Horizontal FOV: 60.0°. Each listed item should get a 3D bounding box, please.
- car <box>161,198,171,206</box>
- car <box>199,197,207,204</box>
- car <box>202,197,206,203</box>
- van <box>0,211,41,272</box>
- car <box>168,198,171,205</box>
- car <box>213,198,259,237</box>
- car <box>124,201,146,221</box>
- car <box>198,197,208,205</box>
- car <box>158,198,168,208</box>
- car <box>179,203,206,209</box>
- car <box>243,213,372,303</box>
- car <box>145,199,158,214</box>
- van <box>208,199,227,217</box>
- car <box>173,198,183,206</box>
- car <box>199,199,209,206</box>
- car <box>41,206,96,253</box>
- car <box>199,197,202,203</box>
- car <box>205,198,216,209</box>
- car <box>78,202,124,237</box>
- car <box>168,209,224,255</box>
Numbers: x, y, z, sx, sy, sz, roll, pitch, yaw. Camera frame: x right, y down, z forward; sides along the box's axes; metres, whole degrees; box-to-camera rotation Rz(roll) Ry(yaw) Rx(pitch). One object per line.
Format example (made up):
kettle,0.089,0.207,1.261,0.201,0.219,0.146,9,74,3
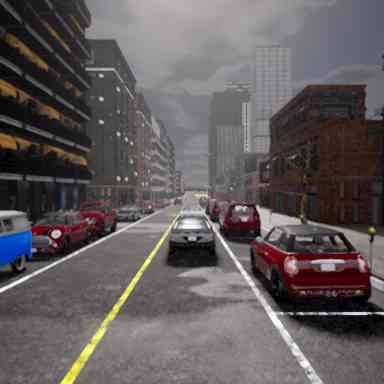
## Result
car,-5.690,2.116,73.148,1.967,1.590,4.097,-1,-1,0
car,3.018,2.176,89.810,2.097,1.767,4.553,0,-1,0
car,2.680,1.697,40.917,2.192,1.841,5.009,-1,-1,0
van,-5.706,1.422,8.484,1.690,1.788,3.998,-1,-1,0
car,-5.690,2.150,67.398,1.752,1.417,4.829,-1,-1,0
car,2.676,1.496,19.289,2.192,1.841,5.009,-1,-1,0
car,-5.698,1.833,30.110,2.008,1.369,4.403,-1,-1,0
car,2.655,2.042,78.777,2.192,1.841,5.009,-1,-1,0
car,-5.694,1.971,57.145,1.967,1.590,4.097,-1,-1,0
car,0.008,1.873,29.103,1.895,1.301,4.718,0,0,0
car,2.676,1.520,8.473,1.967,1.590,4.097,-1,-1,0
car,-5.697,1.822,40.924,1.967,1.590,4.097,-1,-1,0
van,2.680,1.673,35.509,1.690,1.788,3.998,-1,-1,0
car,-2.986,2.146,70.972,1.837,1.490,4.892,0,-1,0
car,2.658,2.242,73.195,1.947,1.339,4.313,-1,-1,0
car,-5.703,1.571,13.890,1.967,1.590,4.097,-1,-1,0
car,2.689,2.136,62.044,2.008,1.369,4.403,-1,-1,0
car,2.678,1.597,30.103,2.192,1.841,5.009,-1,-1,0
car,-5.704,1.496,19.298,2.192,1.841,5.009,-1,-1,0
car,0.004,1.679,13.983,2.033,1.411,5.357,0,-1,0
